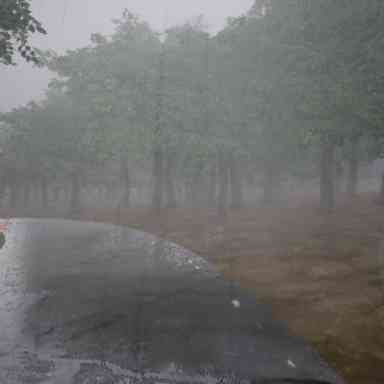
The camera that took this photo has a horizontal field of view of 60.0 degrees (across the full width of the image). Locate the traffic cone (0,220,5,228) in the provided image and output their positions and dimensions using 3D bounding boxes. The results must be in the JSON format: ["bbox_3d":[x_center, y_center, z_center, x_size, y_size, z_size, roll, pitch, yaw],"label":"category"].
[{"bbox_3d":[-14.576,2.444,25.595,0.340,0.580,0.340,-2,0,-43],"label":"traffic cone"}]
